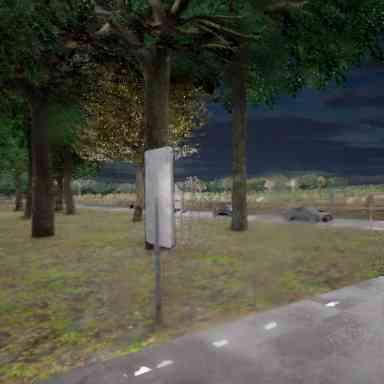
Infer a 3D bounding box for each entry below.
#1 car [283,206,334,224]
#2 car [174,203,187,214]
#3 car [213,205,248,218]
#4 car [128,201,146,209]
[{"bbox_3d":[9.944,1.925,28.695,1.994,1.385,4.181,-1,0,-35],"label":"car"},{"bbox_3d":[-2.632,2.260,46.556,1.837,1.490,4.892,-1,0,-35],"label":"car"},{"bbox_3d":[4.180,2.109,36.860,1.994,1.385,4.181,-1,0,-36],"label":"car"},{"bbox_3d":[-10.169,2.354,62.159,2.097,1.767,4.553,-1,0,-35],"label":"car"}]
